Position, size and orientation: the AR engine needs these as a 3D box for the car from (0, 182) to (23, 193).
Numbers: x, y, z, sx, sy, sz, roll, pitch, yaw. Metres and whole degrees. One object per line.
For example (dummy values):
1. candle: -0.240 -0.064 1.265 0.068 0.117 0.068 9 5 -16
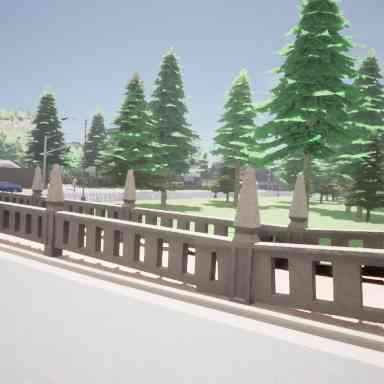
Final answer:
1. car: -21.374 -0.399 36.976 1.812 1.442 4.674 4 2 37
